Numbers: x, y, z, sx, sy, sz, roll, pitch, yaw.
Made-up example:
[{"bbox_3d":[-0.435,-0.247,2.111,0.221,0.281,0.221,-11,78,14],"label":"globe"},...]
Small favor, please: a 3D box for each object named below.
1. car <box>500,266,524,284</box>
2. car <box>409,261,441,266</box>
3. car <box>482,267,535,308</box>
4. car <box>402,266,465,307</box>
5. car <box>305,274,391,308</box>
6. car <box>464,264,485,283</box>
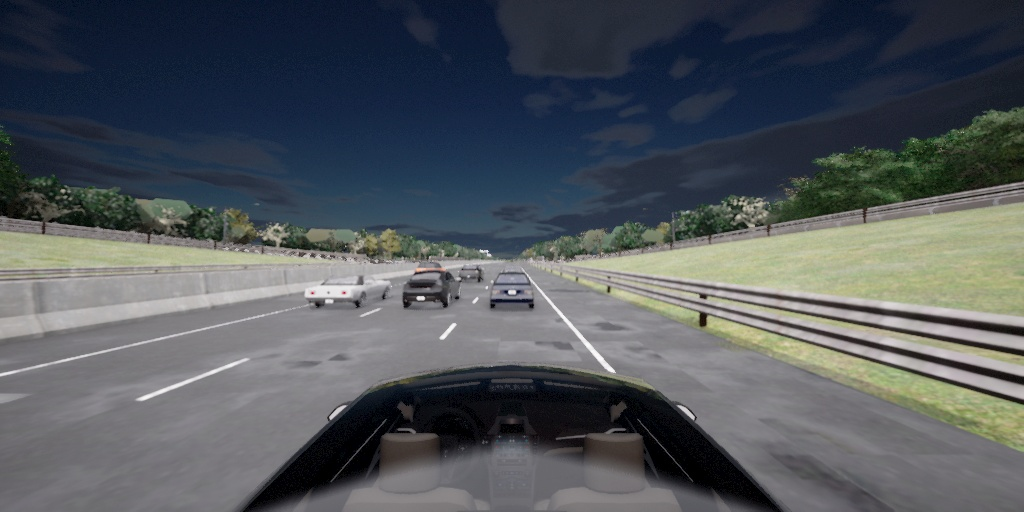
[{"bbox_3d":[0.041,1.569,30.932,1.895,1.301,4.718,0,0,0],"label":"car"},{"bbox_3d":[-6.959,1.319,30.923,2.097,1.767,4.553,0,-1,0],"label":"car"},{"bbox_3d":[0.005,1.411,15.846,2.033,1.411,5.357,0,0,0],"label":"car"},{"bbox_3d":[-3.492,1.374,16.156,1.837,1.490,4.892,0,0,0],"label":"car"},{"bbox_3d":[-6.994,1.465,15.966,1.895,1.301,4.718,0,0,0],"label":"car"},{"bbox_3d":[-3.455,1.462,31.130,2.128,1.511,4.902,0,0,0],"label":"car"}]
